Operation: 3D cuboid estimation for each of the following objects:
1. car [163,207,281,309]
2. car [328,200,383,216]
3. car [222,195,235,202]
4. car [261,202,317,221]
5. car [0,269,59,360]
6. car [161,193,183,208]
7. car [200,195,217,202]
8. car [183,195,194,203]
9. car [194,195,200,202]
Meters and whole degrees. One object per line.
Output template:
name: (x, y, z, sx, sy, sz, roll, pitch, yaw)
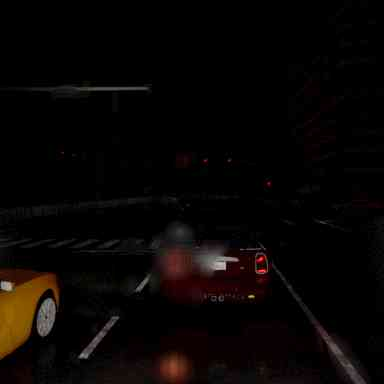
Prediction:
car: (0.656, 1.352, 8.121, 2.097, 1.767, 4.553, 0, 0, 5)
car: (16.342, 1.533, 33.425, 5.008, 1.535, 1.882, 0, 0, 5)
car: (8.373, 1.524, 76.914, 1.812, 1.442, 4.674, 0, 0, 27)
car: (7.689, 1.576, 27.197, 4.674, 1.442, 1.812, 0, 1, 17)
car: (-3.262, 1.478, 3.519, 1.882, 1.535, 5.008, 0, 0, 5)
car: (-3.128, 1.222, 49.920, 2.150, 2.045, 5.566, 0, 0, 5)
car: (4.149, 1.355, 75.933, 2.097, 1.767, 4.553, 0, 0, 20)
car: (-1.414, 1.351, 68.045, 2.097, 1.767, 4.553, 0, 0, 8)
car: (1.389, 1.478, 78.397, 1.882, 1.535, 5.008, 0, 0, 20)
